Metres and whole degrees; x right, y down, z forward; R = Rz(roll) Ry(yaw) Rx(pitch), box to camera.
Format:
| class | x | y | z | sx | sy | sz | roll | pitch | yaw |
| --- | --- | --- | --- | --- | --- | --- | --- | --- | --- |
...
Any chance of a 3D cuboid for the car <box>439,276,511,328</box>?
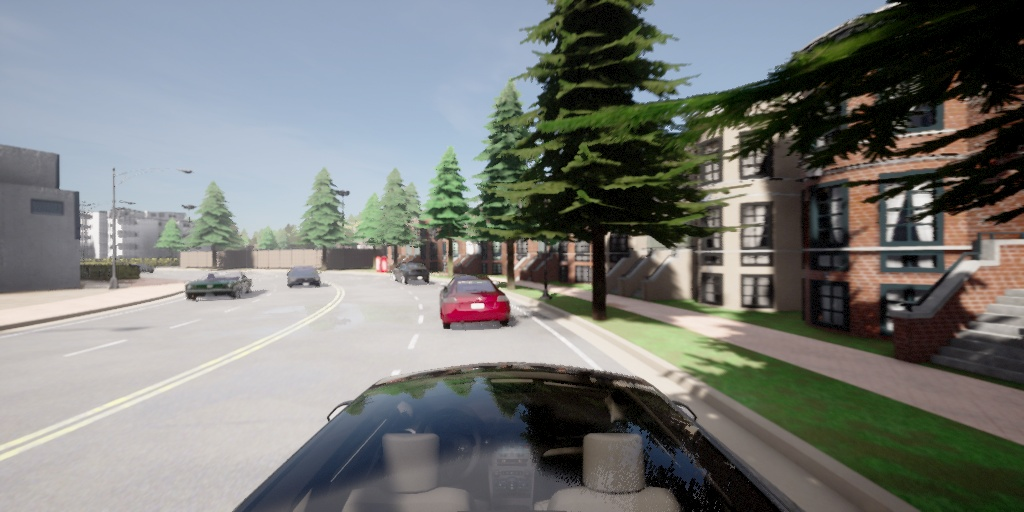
| class | x | y | z | sx | sy | sz | roll | pitch | yaw |
| --- | --- | --- | --- | --- | --- | --- | --- | --- | --- |
| car | -1.334 | 1.319 | 11.606 | 1.994 | 1.385 | 4.181 | 0 | 0 | -12 |

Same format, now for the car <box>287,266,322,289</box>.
| class | x | y | z | sx | sy | sz | roll | pitch | yaw |
| --- | --- | --- | --- | --- | --- | --- | --- | --- | --- |
| car | -14.415 | 1.399 | 24.799 | 2.033 | 1.411 | 5.357 | 0 | 0 | -33 |

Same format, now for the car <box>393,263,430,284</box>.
| class | x | y | z | sx | sy | sz | roll | pitch | yaw |
| --- | --- | --- | --- | --- | --- | --- | --- | --- | --- |
| car | -7.762 | 1.302 | 27.405 | 1.837 | 1.490 | 4.892 | 0 | 0 | -31 |

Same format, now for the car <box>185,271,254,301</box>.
| class | x | y | z | sx | sy | sz | roll | pitch | yaw |
| --- | --- | --- | --- | --- | --- | --- | --- | --- | --- |
| car | -14.685 | 1.458 | 18.222 | 1.895 | 1.301 | 4.718 | 0 | 0 | -27 |

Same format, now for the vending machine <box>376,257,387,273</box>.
| class | x | y | z | sx | sy | sz | roll | pitch | yaw |
| --- | --- | --- | --- | --- | --- | --- | --- | --- | --- |
| vending machine | -15.373 | 1.044 | 42.366 | 0.880 | 2.100 | 1.100 | 0 | 0 | 40 |
